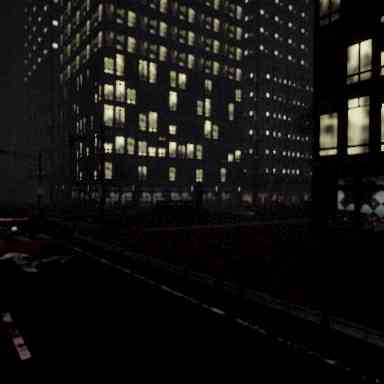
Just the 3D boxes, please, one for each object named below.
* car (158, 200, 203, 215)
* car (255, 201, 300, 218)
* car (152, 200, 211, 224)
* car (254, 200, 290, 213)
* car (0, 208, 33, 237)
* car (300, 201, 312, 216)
[{"bbox_3d":[-1.220,1.688,37.223,4.829,1.417,1.752,1,0,-35],"label":"car"},{"bbox_3d":[8.505,1.871,33.840,4.829,1.417,1.752,1,0,-35],"label":"car"},{"bbox_3d":[-0.838,1.553,27.224,5.009,1.841,2.192,1,0,-35],"label":"car"},{"bbox_3d":[10.140,1.840,42.075,4.674,1.442,1.812,1,1,-35],"label":"car"},{"bbox_3d":[-9.934,1.591,17.866,2.128,1.511,4.902,0,-2,-36],"label":"car"},{"bbox_3d":[12.969,1.978,37.001,4.206,1.307,1.802,1,0,-35],"label":"car"}]
